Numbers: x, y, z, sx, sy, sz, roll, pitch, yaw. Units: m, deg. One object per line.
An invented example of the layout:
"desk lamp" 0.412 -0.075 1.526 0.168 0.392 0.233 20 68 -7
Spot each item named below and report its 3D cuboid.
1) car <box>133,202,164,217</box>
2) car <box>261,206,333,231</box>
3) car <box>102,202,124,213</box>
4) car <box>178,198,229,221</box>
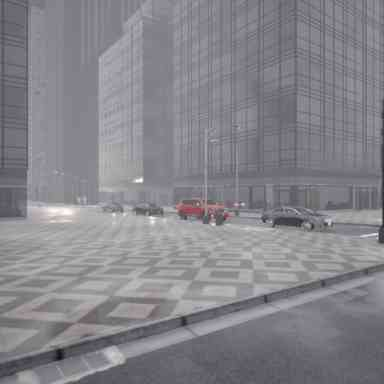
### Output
"car" -5.087 1.980 38.311 1.882 1.535 5.008 0 -1 -36
"car" 6.793 1.683 21.924 2.128 1.511 4.902 0 -1 -36
"car" -11.172 2.170 46.778 1.837 1.490 4.892 0 -1 -35
"car" 0.884 1.568 30.059 2.150 2.045 5.566 0 -1 -37
